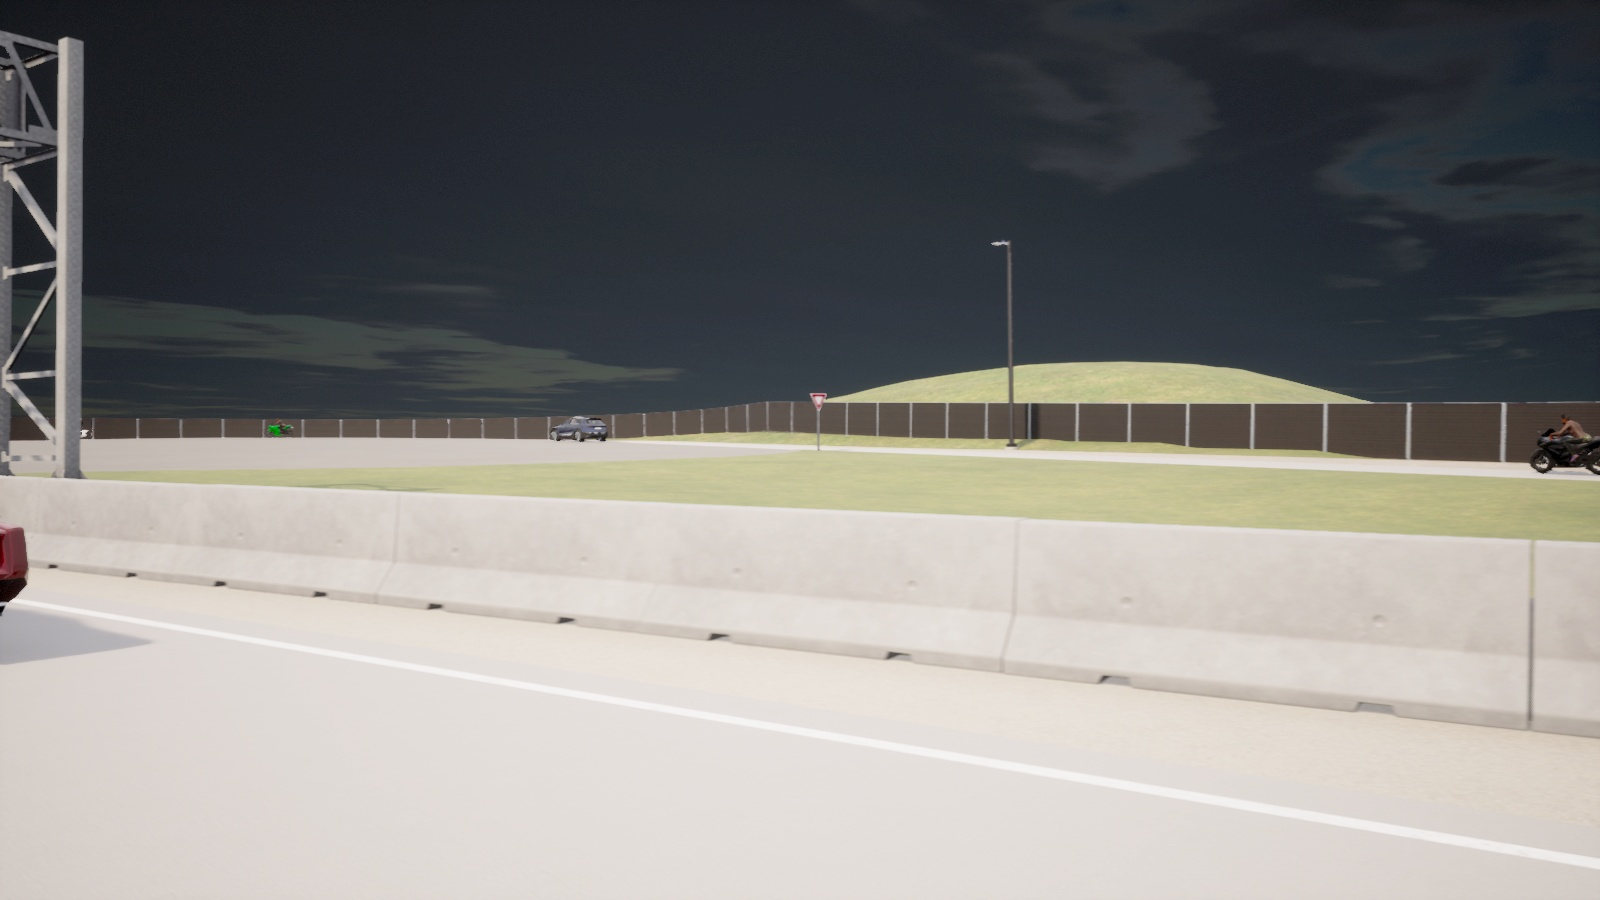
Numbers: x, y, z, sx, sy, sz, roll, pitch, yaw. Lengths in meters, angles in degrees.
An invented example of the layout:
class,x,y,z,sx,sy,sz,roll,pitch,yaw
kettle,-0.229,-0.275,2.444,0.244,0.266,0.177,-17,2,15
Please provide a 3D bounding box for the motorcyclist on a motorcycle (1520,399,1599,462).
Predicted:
class,x,y,z,sx,sy,sz,roll,pitch,yaw
motorcyclist on a motorcycle,19.124,-0.482,31.193,0.797,1.523,2.044,-2,1,-29

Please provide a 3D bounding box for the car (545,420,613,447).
class,x,y,z,sx,sy,sz,roll,pitch,yaw
car,-14.341,-1.092,81.411,2.033,1.649,4.856,-2,2,-42

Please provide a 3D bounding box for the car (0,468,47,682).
class,x,y,z,sx,sy,sz,roll,pitch,yaw
car,-7.259,0.783,8.450,4.718,1.301,1.895,0,1,34
